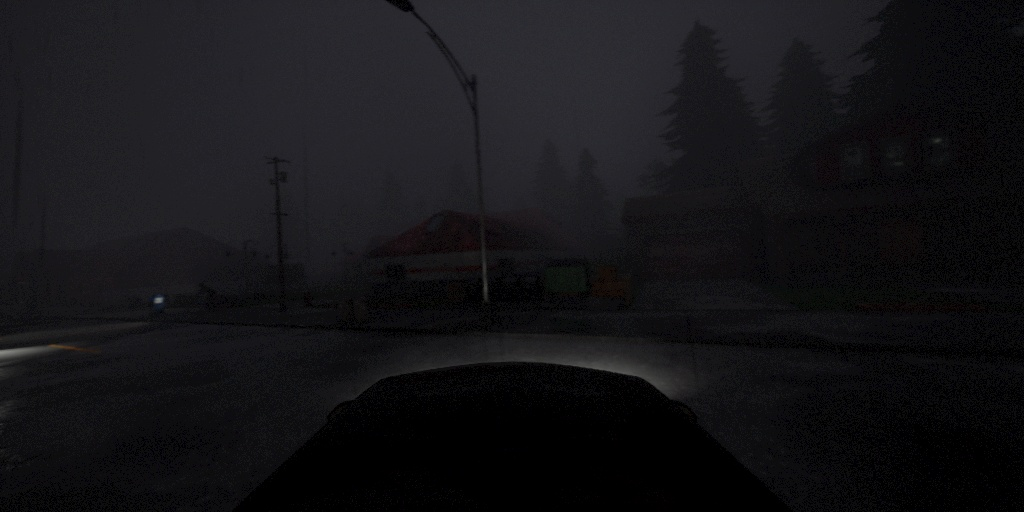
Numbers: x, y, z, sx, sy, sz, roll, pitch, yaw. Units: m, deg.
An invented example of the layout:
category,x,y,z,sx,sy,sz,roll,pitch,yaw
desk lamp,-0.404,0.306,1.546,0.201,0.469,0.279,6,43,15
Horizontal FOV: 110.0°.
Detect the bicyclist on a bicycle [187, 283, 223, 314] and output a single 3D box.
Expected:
category,x,y,z,sx,sy,sz,roll,pitch,yaw
bicyclist on a bicycle,-16.687,2.261,19.485,0.582,1.620,1.656,-4,0,25
